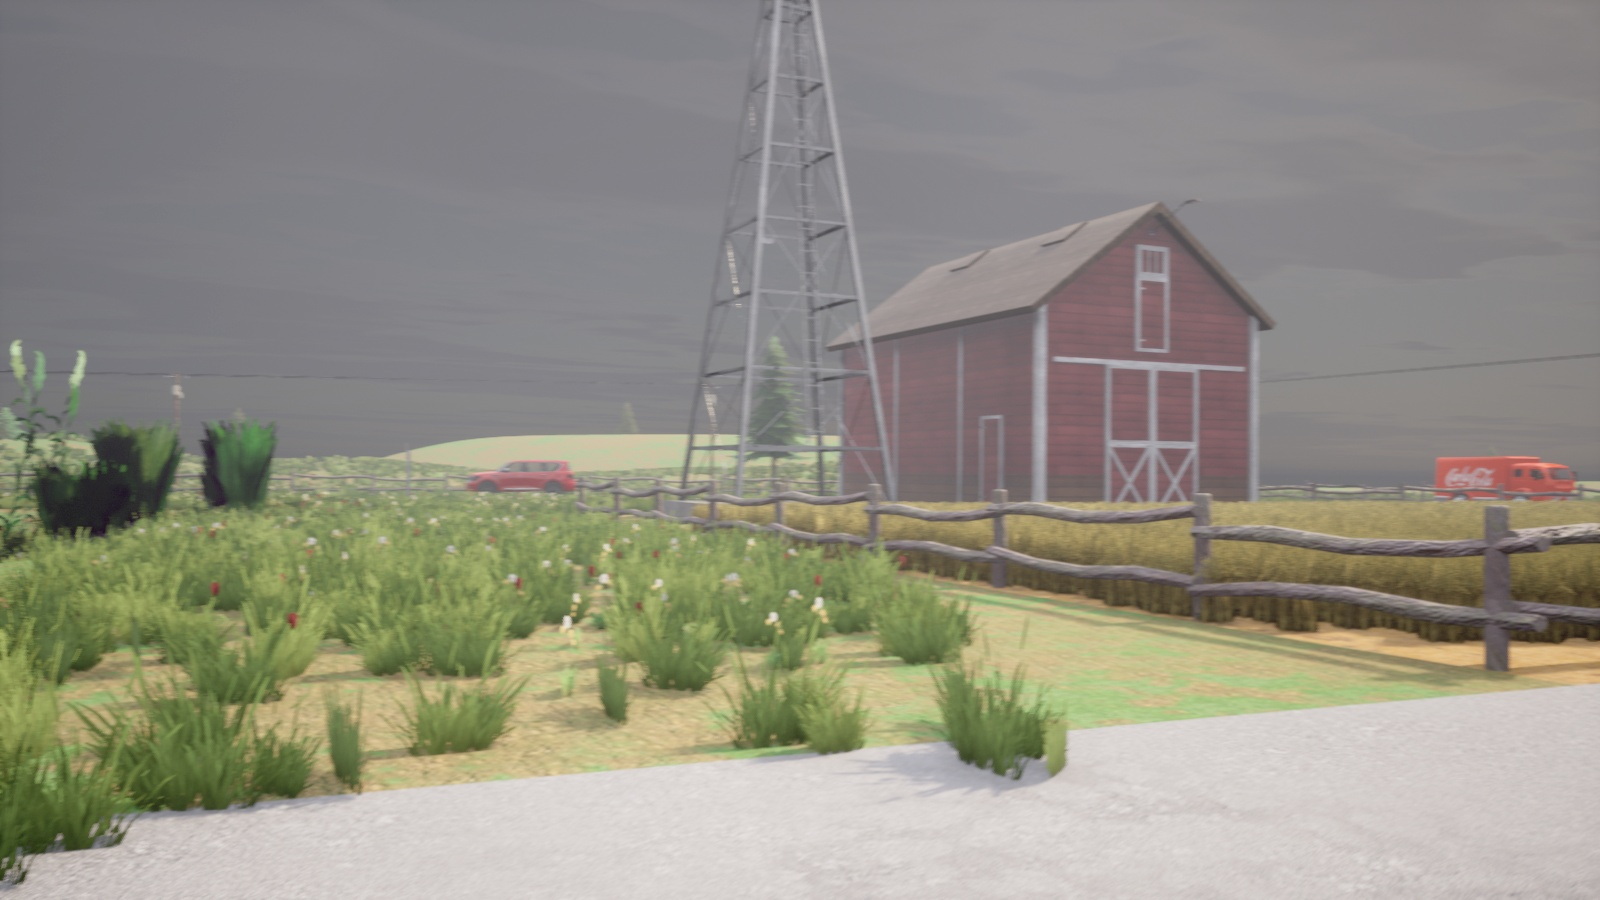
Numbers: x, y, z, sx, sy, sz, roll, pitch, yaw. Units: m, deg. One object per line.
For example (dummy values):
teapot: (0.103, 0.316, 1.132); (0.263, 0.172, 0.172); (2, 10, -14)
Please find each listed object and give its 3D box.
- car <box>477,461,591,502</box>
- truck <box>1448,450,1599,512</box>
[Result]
car: (-13.772, 1.634, 64.988); (5.566, 2.045, 2.150); (0, -1, -17)
truck: (30.478, 1.266, 52.814); (2.627, 2.467, 5.204); (0, -1, -23)
